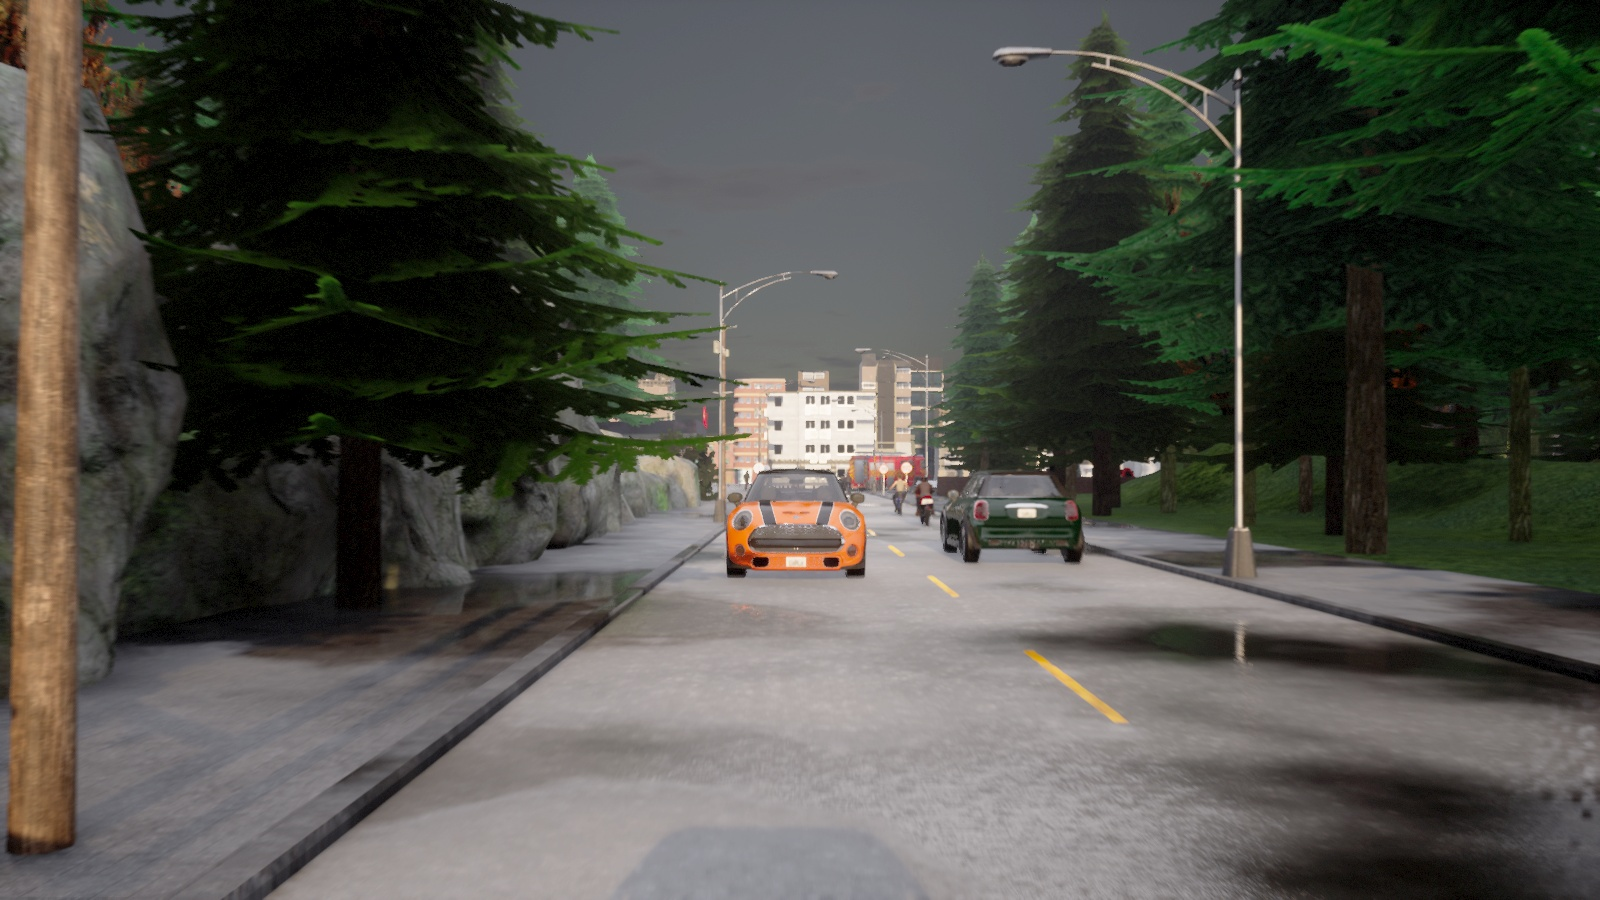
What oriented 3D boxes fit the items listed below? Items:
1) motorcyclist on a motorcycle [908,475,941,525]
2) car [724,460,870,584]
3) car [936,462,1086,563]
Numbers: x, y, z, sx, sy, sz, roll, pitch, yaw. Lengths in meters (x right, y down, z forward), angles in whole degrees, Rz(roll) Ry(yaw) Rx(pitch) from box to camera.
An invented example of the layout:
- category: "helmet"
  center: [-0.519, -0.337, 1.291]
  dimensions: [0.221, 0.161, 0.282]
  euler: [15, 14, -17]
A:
- category: "motorcyclist on a motorcycle"
  center: [3.900, 1.556, 39.489]
  dimensions: [0.797, 1.523, 2.044]
  euler: [0, -1, 0]
- category: "car"
  center: [-0.052, 1.074, 20.295]
  dimensions: [2.097, 1.767, 4.553]
  euler: [0, -1, 0]
- category: "car"
  center: [3.938, 1.134, 24.218]
  dimensions: [2.097, 1.767, 4.553]
  euler: [0, -1, 0]
